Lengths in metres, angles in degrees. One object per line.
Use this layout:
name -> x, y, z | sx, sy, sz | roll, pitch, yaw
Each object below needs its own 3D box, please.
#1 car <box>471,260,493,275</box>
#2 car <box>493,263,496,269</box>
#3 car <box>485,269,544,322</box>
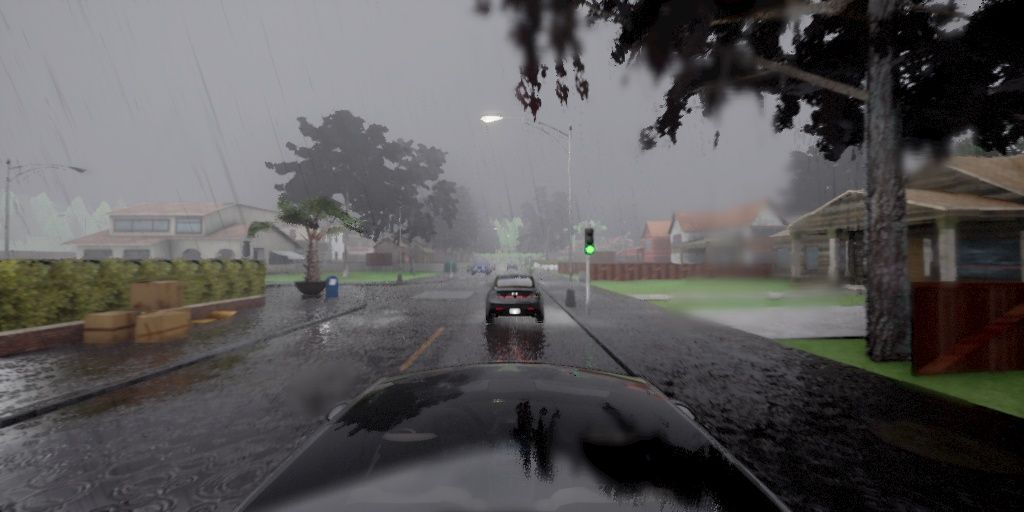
car -> -4.096, 1.486, 47.521 | 2.150, 2.045, 5.566 | 0, -1, 0
car -> -4.068, 1.868, 57.568 | 2.128, 1.511, 4.902 | 0, -1, 0
car -> 0.091, 1.379, 12.782 | 1.837, 1.490, 4.892 | 0, -1, 0
